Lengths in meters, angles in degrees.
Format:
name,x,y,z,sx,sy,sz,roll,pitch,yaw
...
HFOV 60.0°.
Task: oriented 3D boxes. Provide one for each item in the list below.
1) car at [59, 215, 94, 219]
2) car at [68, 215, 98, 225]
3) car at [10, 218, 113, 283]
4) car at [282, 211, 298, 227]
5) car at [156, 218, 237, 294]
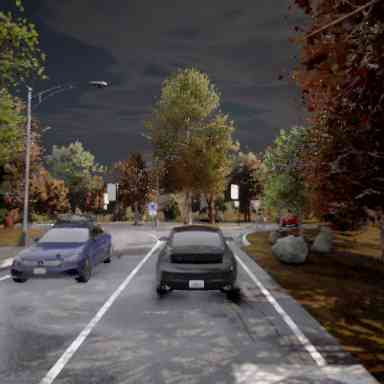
name,x,y,z,sx,sy,sz,roll,pitch,yaw
car,-12.474,3.219,35.040,4.892,1.490,1.837,-3,-4,37
car,-18.082,4.709,55.568,1.837,1.490,4.892,-4,-5,27
car,-3.703,1.724,10.339,1.812,1.442,4.674,0,-2,-1
car,13.000,3.608,44.346,2.150,2.045,5.566,0,-4,17
car,0.118,1.670,9.166,1.837,1.490,4.892,0,-1,1
